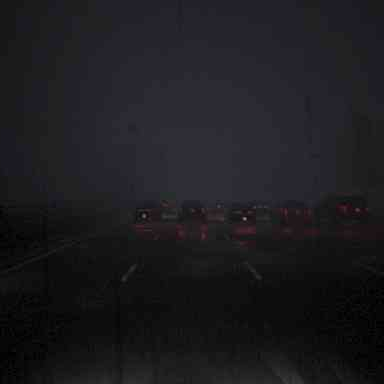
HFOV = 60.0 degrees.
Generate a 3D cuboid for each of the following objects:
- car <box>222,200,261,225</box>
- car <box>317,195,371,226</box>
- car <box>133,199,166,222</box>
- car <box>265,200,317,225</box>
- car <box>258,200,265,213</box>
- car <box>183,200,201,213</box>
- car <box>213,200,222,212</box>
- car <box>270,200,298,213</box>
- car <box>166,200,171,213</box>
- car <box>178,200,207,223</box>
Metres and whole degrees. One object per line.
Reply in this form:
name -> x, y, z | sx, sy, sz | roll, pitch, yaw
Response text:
car -> 3.520, 1.520, 24.525 | 1.837, 1.490, 4.892 | 0, 0, 0
car -> 10.511, 1.236, 23.719 | 2.150, 2.045, 5.566 | 0, 0, 1
car -> -3.459, 1.518, 26.646 | 1.837, 1.490, 4.892 | 0, -1, 1
car -> 7.018, 1.366, 24.125 | 2.097, 1.767, 4.553 | 0, 0, 0
car -> 7.027, 1.569, 36.850 | 2.033, 1.411, 5.357 | 0, 0, 0
car -> 0.019, 1.622, 38.187 | 1.895, 1.301, 4.718 | 0, 0, 0
car -> 3.518, 1.622, 38.272 | 1.895, 1.301, 4.718 | 0, 0, 0
car -> 10.519, 1.623, 38.421 | 1.895, 1.301, 4.718 | 0, 0, 0
car -> -3.474, 1.546, 37.631 | 1.812, 1.442, 4.674 | 0, 0, 0
car -> 0.033, 1.366, 25.743 | 2.097, 1.767, 4.553 | 0, 0, 1
